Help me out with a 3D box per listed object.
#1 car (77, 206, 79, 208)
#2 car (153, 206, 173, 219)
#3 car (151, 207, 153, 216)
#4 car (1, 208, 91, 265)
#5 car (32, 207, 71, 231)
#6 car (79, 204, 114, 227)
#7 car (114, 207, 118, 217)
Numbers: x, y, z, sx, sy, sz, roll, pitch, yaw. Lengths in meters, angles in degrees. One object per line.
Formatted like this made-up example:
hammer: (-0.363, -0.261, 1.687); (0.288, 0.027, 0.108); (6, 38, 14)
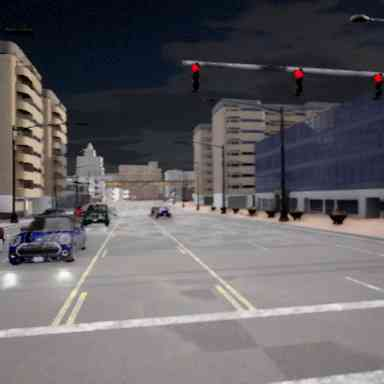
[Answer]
car: (-15.065, 2.808, 46.709); (2.150, 2.045, 5.566); (-1, -2, -10)
car: (-3.757, 2.703, 43.462); (1.812, 1.442, 4.674); (-1, -2, -10)
car: (-5.635, 2.993, 53.563); (2.128, 1.511, 4.902); (-1, -2, -10)
car: (-5.560, 1.729, 13.368); (2.097, 1.767, 4.553); (-1, -1, -10)
car: (-11.827, 2.246, 28.325); (2.097, 1.767, 4.553); (-1, -2, -10)
car: (-8.742, 2.132, 30.956); (2.150, 2.045, 5.566); (-1, -2, -11)
car: (-11.620, 2.835, 47.332); (1.895, 1.301, 4.718); (-1, -2, -10)
